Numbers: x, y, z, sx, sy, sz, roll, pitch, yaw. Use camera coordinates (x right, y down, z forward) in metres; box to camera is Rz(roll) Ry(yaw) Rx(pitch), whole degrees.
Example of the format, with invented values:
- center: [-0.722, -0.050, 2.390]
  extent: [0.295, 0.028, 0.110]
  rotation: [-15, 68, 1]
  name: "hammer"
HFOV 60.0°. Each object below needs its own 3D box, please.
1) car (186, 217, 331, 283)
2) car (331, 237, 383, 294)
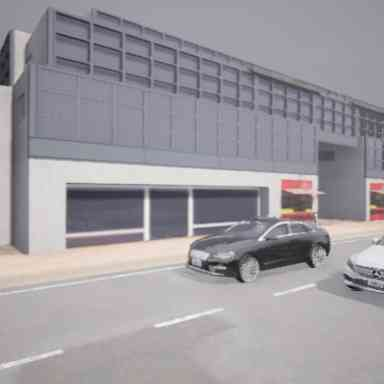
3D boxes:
- center: [2.119, 1.521, 9.796]
  extent: [4.902, 1.511, 2.128]
  rotation: [0, 0, -35]
  name: "car"
- center: [5.547, 1.560, 7.937]
  extent: [4.674, 1.442, 1.812]
  rotation: [0, 0, -35]
  name: "car"
